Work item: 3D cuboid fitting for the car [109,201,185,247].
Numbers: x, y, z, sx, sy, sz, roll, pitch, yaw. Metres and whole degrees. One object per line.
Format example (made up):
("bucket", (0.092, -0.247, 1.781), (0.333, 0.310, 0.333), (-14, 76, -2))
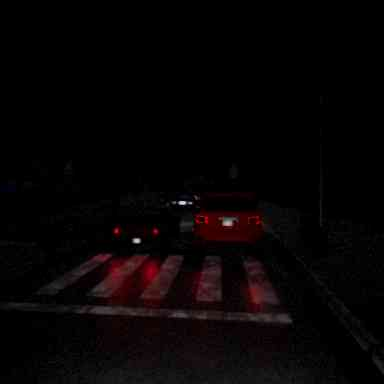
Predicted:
("car", (-1.615, 1.258, 13.167), (1.895, 1.301, 4.718), (1, 2, 5))

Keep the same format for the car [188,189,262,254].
("car", (1.316, 0.931, 12.475), (2.150, 2.045, 5.566), (1, 2, 6))

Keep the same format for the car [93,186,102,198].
("car", (-14.069, 0.124, 40.929), (5.008, 1.535, 2.097), (0, 2, -19))

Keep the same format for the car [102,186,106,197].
("car", (-14.096, -0.088, 43.869), (4.553, 1.767, 2.185), (0, 2, -20))

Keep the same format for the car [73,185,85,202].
("car", (-14.165, 0.301, 35.024), (4.892, 1.521, 2.231), (-1, 2, -18))

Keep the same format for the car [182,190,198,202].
("car", (-0.175, 0.464, 40.740), (1.895, 1.301, 4.718), (1, 2, 1))

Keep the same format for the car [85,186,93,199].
("car", (-14.113, 0.252, 37.982), (4.674, 1.452, 2.002), (0, 2, -19))

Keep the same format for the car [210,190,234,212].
("car", (2.495, 0.712, 28.999), (1.882, 1.535, 5.008), (1, 2, 3))

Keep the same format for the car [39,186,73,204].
("car", (-14.293, 0.420, 32.063), (4.792, 1.488, 2.163), (-1, 2, -18))

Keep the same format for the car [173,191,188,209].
("car", (-0.585, 0.784, 27.480), (2.033, 1.411, 5.357), (1, 2, 3))

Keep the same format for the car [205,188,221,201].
("car", (2.865, 0.257, 45.728), (1.882, 1.535, 5.008), (1, 2, 0))
